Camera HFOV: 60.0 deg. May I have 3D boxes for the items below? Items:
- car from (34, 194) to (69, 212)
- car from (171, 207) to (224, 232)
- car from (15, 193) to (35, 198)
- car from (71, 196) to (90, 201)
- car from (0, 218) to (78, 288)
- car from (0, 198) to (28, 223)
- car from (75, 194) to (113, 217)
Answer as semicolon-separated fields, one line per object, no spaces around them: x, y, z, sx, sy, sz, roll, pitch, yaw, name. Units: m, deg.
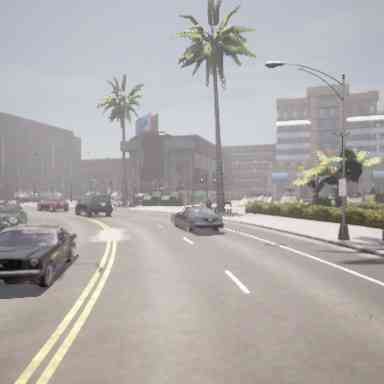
-16.890;1.464;40.316;4.553;1.767;2.097;0;0;39;car
0.198;1.603;20.590;2.033;1.411;5.357;0;0;-18;car
-35.555;1.457;72.931;4.553;1.767;2.185;0;0;18;car
-30.193;1.823;90.218;4.718;1.301;1.895;0;0;18;car
-4.525;1.627;9.280;1.895;1.301;4.718;0;0;-10;car
-10.291;1.402;18.091;2.097;1.767;4.553;0;0;-20;car
-9.627;1.311;32.425;2.150;2.045;5.566;0;0;-36;car
